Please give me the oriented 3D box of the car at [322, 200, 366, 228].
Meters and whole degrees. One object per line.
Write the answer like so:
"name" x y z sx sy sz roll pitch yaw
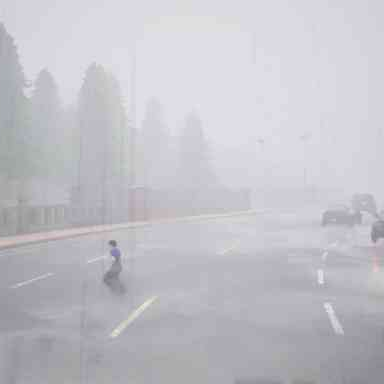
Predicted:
"car" 10.044 1.526 22.214 1.812 1.442 4.674 0 0 36

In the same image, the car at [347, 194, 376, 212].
"car" 17.249 1.222 33.939 2.150 2.045 5.566 0 0 21

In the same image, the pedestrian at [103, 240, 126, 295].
"pedestrian" -1.650 1.574 7.159 0.375 1.300 0.375 0 0 14

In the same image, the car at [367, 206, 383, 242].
"car" 9.663 1.526 15.683 1.812 1.442 4.674 0 0 34
